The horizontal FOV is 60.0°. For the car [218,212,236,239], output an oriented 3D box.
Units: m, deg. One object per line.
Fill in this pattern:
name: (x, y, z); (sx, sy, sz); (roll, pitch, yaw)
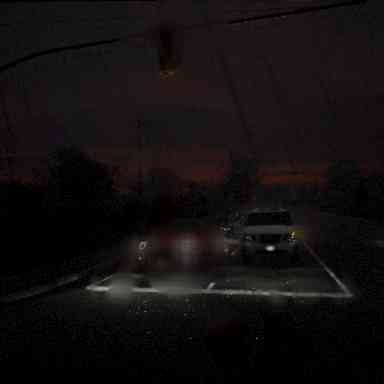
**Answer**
car: (2.003, 2.461, 23.968); (1.837, 1.490, 4.892); (-2, -3, 13)

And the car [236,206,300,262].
car: (3.452, 1.741, 14.733); (2.150, 2.045, 5.566); (-2, -2, 13)

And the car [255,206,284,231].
car: (6.911, 2.267, 29.724); (2.150, 2.045, 5.566); (-2, -3, 13)

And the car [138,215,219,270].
car: (-0.478, 1.944, 13.418); (2.097, 1.767, 4.553); (-2, -2, 14)

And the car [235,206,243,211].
car: (7.308, 2.962, 46.610); (2.150, 2.045, 5.566); (-2, -3, 13)
